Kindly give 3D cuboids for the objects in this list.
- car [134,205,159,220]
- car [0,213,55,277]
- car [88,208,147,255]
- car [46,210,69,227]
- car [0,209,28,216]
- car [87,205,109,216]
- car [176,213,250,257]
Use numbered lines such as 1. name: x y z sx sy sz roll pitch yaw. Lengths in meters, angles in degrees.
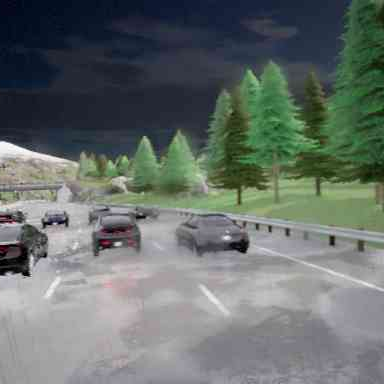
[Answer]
1. car: -4.296 1.815 29.030 1.895 1.301 4.718 -3 0 -19
2. car: -6.024 1.765 10.964 1.882 1.535 5.008 -3 0 -15
3. car: -3.310 1.665 14.321 1.837 1.490 4.892 -3 0 -15
4. car: -11.002 2.130 27.030 1.895 1.301 4.718 -3 0 -19
5. car: -15.019 2.222 27.843 1.837 1.490 4.892 -3 0 -20
6. car: -8.215 1.890 29.571 2.128 1.511 4.902 -3 0 -20
7. car: 0.638 1.538 13.109 1.994 1.385 4.181 -3 0 -15
